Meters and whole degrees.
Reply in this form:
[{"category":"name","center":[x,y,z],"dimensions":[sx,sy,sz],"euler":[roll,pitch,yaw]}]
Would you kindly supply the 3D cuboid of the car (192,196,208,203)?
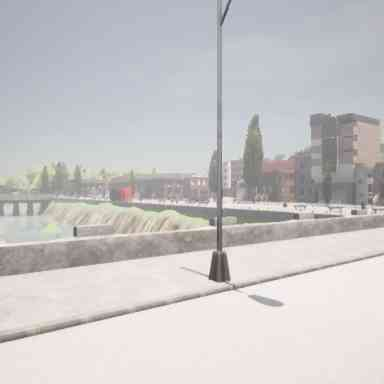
[{"category":"car","center":[1.221,1.558,65.813],"dimensions":[1.837,1.490,4.892],"euler":[0,0,-35]}]
